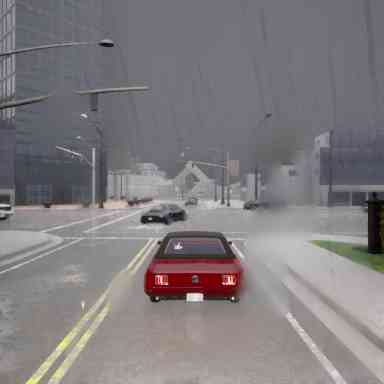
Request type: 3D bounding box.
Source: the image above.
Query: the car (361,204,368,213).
[{"bbox_3d":[19.867,1.480,34.099,4.674,1.442,1.812,0,0,-1],"label":"car"}]

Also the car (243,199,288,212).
[{"bbox_3d":[8.234,1.494,37.497,4.902,1.511,2.128,0,0,0],"label":"car"}]

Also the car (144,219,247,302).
[{"bbox_3d":[0.068,1.601,8.189,1.895,1.301,4.718,0,0,0],"label":"car"}]

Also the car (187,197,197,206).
[{"bbox_3d":[-0.020,1.547,55.117,2.033,1.411,5.357,0,0,1],"label":"car"}]

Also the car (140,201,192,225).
[{"bbox_3d":[-1.955,1.579,23.634,1.994,1.385,4.181,0,0,23],"label":"car"}]

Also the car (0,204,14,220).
[{"bbox_3d":[-17.346,1.339,26.585,5.566,2.045,2.150,-1,0,0],"label":"car"}]
